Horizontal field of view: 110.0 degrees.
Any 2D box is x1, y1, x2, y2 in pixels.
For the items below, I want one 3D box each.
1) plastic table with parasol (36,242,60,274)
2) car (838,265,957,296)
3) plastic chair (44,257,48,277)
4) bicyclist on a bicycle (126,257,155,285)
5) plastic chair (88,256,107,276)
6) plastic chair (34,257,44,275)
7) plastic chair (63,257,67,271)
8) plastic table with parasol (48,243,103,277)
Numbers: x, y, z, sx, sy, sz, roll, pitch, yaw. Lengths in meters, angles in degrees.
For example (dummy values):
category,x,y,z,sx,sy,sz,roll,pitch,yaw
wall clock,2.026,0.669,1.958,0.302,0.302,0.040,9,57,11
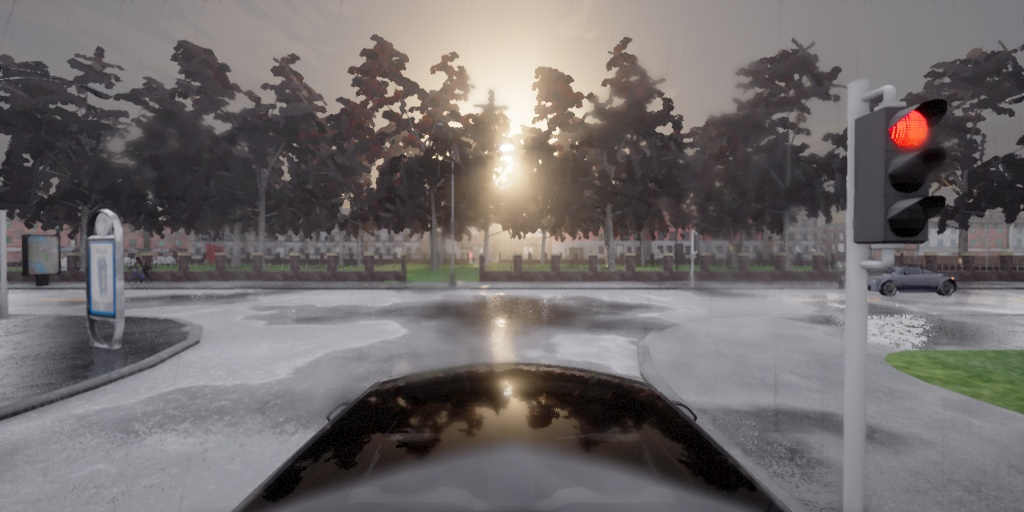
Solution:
category,x,y,z,sx,sy,sz,roll,pitch,yaw
plastic table with parasol,-43.601,0.214,34.923,2.482,2.480,2.482,0,0,-39
car,18.250,1.126,17.097,4.181,1.385,1.994,0,1,0
plastic chair,-40.211,0.928,31.536,0.730,1.272,0.750,0,0,-40
bicyclist on a bicycle,-22.027,0.859,21.283,0.582,1.620,1.656,0,1,0
plastic chair,-38.183,0.913,33.014,0.730,1.272,0.750,0,0,-40
plastic chair,-44.610,0.898,34.175,0.730,1.272,0.750,0,0,-41
plastic chair,-38.279,0.944,31.308,0.750,1.272,0.730,0,0,-35
plastic table with parasol,-39.181,0.320,32.281,2.482,2.480,2.482,0,0,-40
